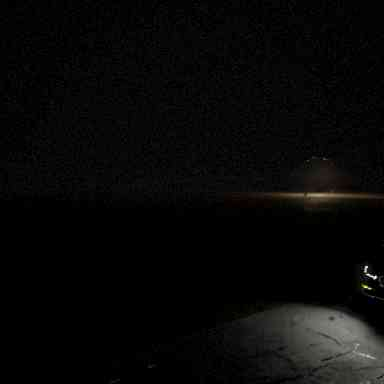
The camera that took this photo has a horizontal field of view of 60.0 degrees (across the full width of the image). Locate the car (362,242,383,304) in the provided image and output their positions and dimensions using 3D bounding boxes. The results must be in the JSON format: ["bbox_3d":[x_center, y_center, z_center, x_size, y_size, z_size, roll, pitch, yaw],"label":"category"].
[{"bbox_3d":[5.470,1.443,6.972,4.892,1.490,1.837,-1,0,-35],"label":"car"}]
